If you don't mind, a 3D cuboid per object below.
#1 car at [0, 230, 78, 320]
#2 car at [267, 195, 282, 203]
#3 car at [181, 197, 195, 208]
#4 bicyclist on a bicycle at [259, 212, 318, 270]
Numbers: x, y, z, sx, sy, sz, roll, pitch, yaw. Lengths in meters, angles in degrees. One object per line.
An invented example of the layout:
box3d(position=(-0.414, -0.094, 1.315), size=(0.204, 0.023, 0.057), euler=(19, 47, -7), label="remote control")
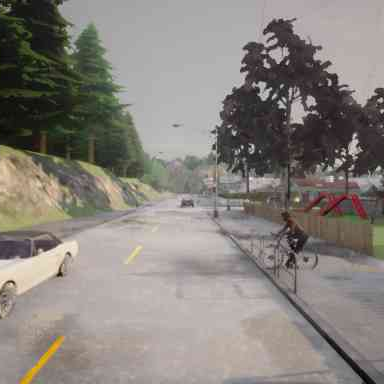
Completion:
box3d(position=(-4.198, 1.601, 7.432), size=(1.895, 1.301, 4.718), euler=(0, 0, -1), label="car")
box3d(position=(14.830, 1.300, 60.211), size=(1.994, 1.381, 4.181), euler=(0, 0, -1), label="car")
box3d(position=(-0.684, 1.526, 49.160), size=(1.812, 1.442, 4.674), euler=(0, 0, -2), label="car")
box3d(position=(2.715, 1.386, 9.229), size=(1.656, 1.620, 0.582), euler=(4, 0, -2), label="bicyclist on a bicycle")
